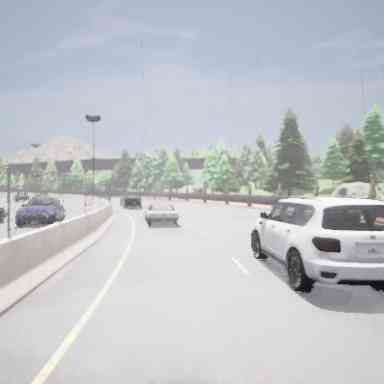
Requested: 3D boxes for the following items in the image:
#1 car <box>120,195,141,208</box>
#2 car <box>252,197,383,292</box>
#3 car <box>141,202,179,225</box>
[{"bbox_3d":[-7.267,1.045,39.129,1.882,1.535,5.008,0,1,-21],"label":"car"},{"bbox_3d":[3.213,1.151,8.897,2.150,2.045,5.566,0,1,-4],"label":"car"},{"bbox_3d":[-2.100,1.371,21.786,1.895,1.301,4.718,0,1,-11],"label":"car"}]
